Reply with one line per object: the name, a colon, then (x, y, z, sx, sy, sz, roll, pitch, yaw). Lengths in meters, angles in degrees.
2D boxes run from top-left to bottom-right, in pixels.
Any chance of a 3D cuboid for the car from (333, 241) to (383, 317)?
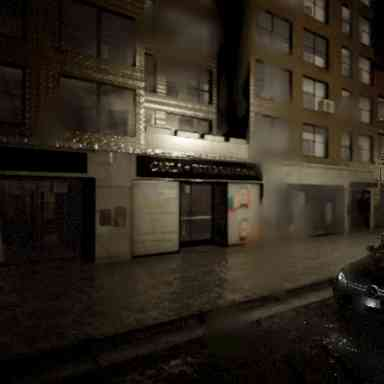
car: (4.841, 1.565, 6.827, 4.674, 1.442, 1.812, 0, 0, -35)
